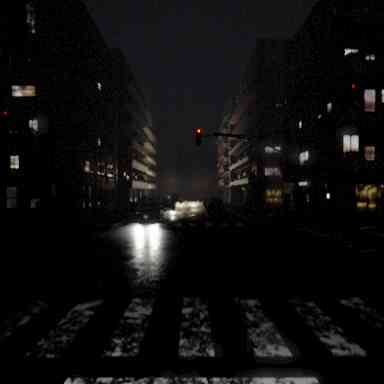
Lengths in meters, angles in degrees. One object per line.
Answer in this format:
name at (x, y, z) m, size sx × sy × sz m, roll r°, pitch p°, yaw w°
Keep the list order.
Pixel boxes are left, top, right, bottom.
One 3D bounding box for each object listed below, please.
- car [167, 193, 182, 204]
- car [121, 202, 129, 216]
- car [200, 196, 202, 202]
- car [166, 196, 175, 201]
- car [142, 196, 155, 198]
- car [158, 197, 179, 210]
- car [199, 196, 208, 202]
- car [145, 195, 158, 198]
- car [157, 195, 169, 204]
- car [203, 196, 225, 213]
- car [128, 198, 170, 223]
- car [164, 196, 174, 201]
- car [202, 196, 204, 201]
car at (-3.037, 1.287, 63.880) m, size 2.150 × 2.045 × 5.566 m, roll 0°, pitch 0°, yaw 0°
car at (-5.704, 1.591, 32.422) m, size 1.947 × 1.339 × 4.313 m, roll 0°, pitch 0°, yaw 0°
car at (2.667, 1.631, 55.157) m, size 1.802 × 1.307 × 4.206 m, roll 0°, pitch 0°, yaw 0°
car at (-5.728, 1.647, 89.246) m, size 2.008 × 1.369 × 4.403 m, roll 0°, pitch 0°, yaw 0°
car at (-5.707, 1.556, 37.935) m, size 1.752 × 1.417 × 4.829 m, roll 0°, pitch 0°, yaw 0°
car at (-3.113, 1.637, 43.178) m, size 1.895 × 1.301 × 4.718 m, roll 0°, pitch 0°, yaw 0°
car at (2.658, 1.630, 77.887) m, size 2.008 × 1.369 × 4.403 m, roll 0°, pitch 0°, yaw 0°
car at (-5.709, 1.352, 43.787) m, size 2.192 × 1.841 × 5.009 m, roll 0°, pitch 0°, yaw 0°
car at (-5.718, 1.504, 66.517) m, size 1.967 × 1.590 × 4.097 m, roll 0°, pitch 0°, yaw 0°
car at (2.673, 1.471, 38.110) m, size 1.967 × 1.590 × 4.097 m, roll 0°, pitch 0°, yaw 0°
car at (-3.233, 1.511, 26.190) m, size 2.128 × 1.511 × 4.902 m, roll 0°, pitch 0°, yaw 2°
car at (-5.725, 1.639, 83.563) m, size 2.008 × 1.369 × 4.403 m, roll 0°, pitch 0°, yaw 0°
car at (2.671, 1.477, 43.792) m, size 1.967 × 1.590 × 4.097 m, roll 0°, pitch 0°, yaw 0°
